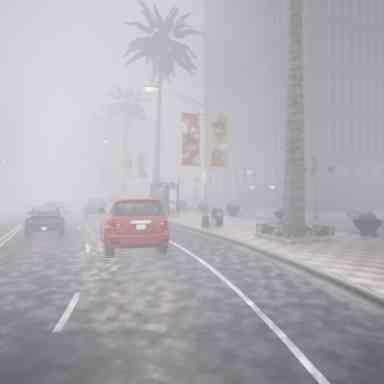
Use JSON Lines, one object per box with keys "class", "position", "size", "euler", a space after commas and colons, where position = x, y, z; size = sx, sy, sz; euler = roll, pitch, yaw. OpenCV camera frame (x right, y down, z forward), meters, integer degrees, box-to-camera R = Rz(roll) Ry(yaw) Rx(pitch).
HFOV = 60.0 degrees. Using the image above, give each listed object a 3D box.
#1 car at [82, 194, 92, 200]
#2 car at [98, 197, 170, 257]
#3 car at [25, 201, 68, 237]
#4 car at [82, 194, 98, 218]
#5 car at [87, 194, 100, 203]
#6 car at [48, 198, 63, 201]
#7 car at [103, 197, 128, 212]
{"class": "car", "position": [-27.631, 1.391, 87.573], "size": [2.161, 1.482, 4.786], "euler": [0, 0, -21]}
{"class": "car", "position": [-2.408, 1.195, 13.110], "size": [2.150, 2.045, 5.566], "euler": [0, 0, -17]}
{"class": "car", "position": [-7.935, 1.490, 18.235], "size": [1.837, 1.490, 4.892], "euler": [0, 0, -20]}
{"class": "car", "position": [-8.832, 1.306, 30.364], "size": [2.097, 1.767, 4.553], "euler": [0, 0, -21]}
{"class": "car", "position": [-19.933, 1.255, 67.037], "size": [2.185, 1.767, 4.553], "euler": [0, 0, -21]}
{"class": "car", "position": [-15.176, 1.442, 37.025], "size": [1.882, 1.535, 5.008], "euler": [0, 0, -21]}
{"class": "car", "position": [-9.246, 1.410, 39.675], "size": [2.231, 1.521, 4.892], "euler": [0, 0, -21]}
